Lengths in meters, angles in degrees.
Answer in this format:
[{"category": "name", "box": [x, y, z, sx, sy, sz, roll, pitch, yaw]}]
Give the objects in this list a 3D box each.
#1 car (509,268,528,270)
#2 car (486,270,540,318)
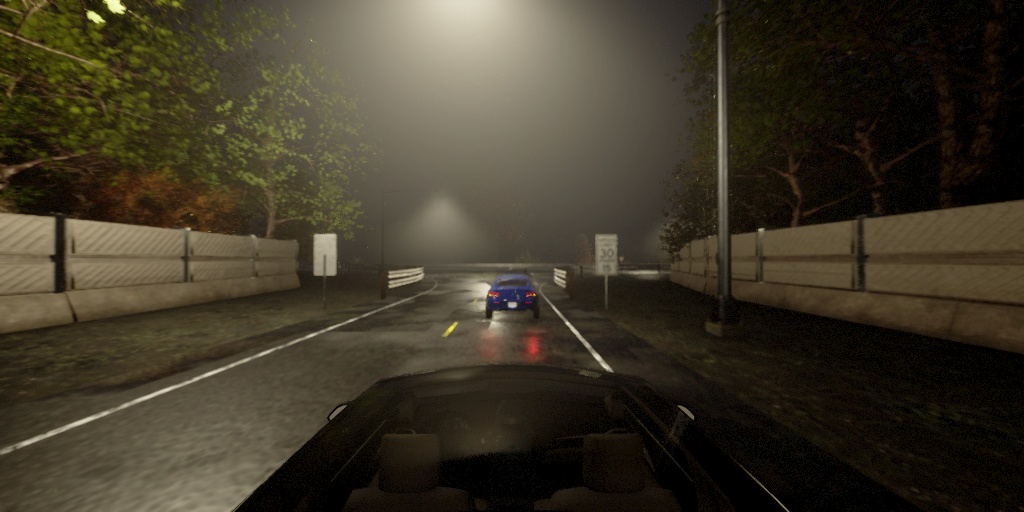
[{"category": "car", "box": [0.497, 1.584, 26.805, 2.033, 1.411, 5.357, 0, -1, 9]}, {"category": "car", "box": [0.033, 1.412, 13.573, 1.812, 1.442, 4.674, 0, -1, 0]}]
